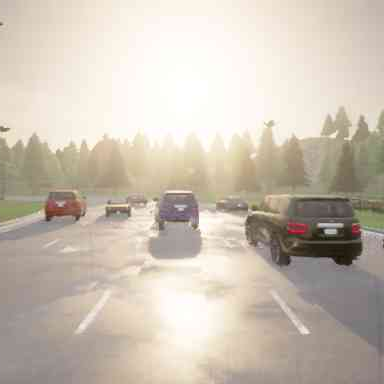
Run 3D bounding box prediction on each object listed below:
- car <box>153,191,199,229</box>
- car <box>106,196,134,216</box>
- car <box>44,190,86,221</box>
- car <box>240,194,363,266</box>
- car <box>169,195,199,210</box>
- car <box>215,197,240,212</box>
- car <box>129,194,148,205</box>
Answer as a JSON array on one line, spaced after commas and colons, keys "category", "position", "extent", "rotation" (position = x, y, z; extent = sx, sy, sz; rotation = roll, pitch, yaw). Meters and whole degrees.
[{"category": "car", "position": [-1.018, 0.938, 19.604], "extent": [2.150, 2.045, 5.566], "rotation": [0, 1, -9]}, {"category": "car", "position": [-6.059, 1.210, 27.098], "extent": [1.895, 1.301, 4.718], "rotation": [0, 1, -14]}, {"category": "car", "position": [-8.837, 0.883, 23.519], "extent": [2.150, 2.045, 5.566], "rotation": [0, 1, -12]}, {"category": "car", "position": [3.367, 1.060, 11.135], "extent": [2.150, 2.045, 5.566], "rotation": [0, 1, -4]}, {"category": "car", "position": [-0.919, 1.067, 34.518], "extent": [1.994, 1.385, 4.181], "rotation": [0, 1, -18]}, {"category": "car", "position": [3.656, 1.116, 31.148], "extent": [1.994, 1.385, 4.181], "rotation": [0, 1, -15]}, {"category": "car", "position": [-7.155, 0.940, 42.203], "extent": [2.033, 1.411, 5.357], "rotation": [0, 1, -24]}]
